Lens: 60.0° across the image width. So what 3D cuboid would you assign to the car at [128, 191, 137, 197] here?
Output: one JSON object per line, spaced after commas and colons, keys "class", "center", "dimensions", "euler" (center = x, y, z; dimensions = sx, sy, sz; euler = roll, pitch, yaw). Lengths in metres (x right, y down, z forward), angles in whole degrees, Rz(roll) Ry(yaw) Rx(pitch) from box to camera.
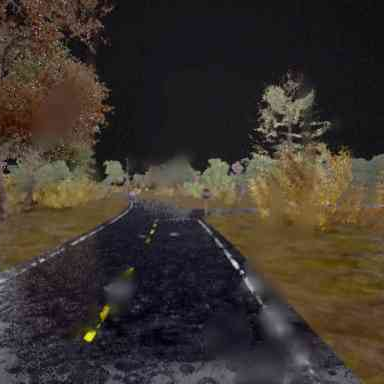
{"class": "car", "center": [-14.443, 0.441, 80.765], "dimensions": [2.128, 1.511, 4.902], "euler": [0, 1, -15]}
